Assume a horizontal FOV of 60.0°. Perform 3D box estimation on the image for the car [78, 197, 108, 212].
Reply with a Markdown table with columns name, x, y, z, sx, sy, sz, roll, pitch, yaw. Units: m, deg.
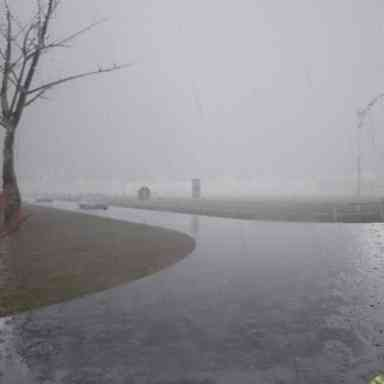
| name | x | y | z | sx | sy | sz | roll | pitch | yaw |
| --- | --- | --- | --- | --- | --- | --- | --- | --- | --- |
| car | -10.136 | 1.218 | 33.974 | 1.994 | 1.385 | 4.181 | -1 | 1 | -36 |

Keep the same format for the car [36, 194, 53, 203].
| name | x | y | z | sx | sy | sz | roll | pitch | yaw |
| --- | --- | --- | --- | --- | --- | --- | --- | --- | --- |
| car | -23.266 | 1.052 | 52.360 | 1.994 | 1.385 | 4.181 | -1 | 1 | -35 |
